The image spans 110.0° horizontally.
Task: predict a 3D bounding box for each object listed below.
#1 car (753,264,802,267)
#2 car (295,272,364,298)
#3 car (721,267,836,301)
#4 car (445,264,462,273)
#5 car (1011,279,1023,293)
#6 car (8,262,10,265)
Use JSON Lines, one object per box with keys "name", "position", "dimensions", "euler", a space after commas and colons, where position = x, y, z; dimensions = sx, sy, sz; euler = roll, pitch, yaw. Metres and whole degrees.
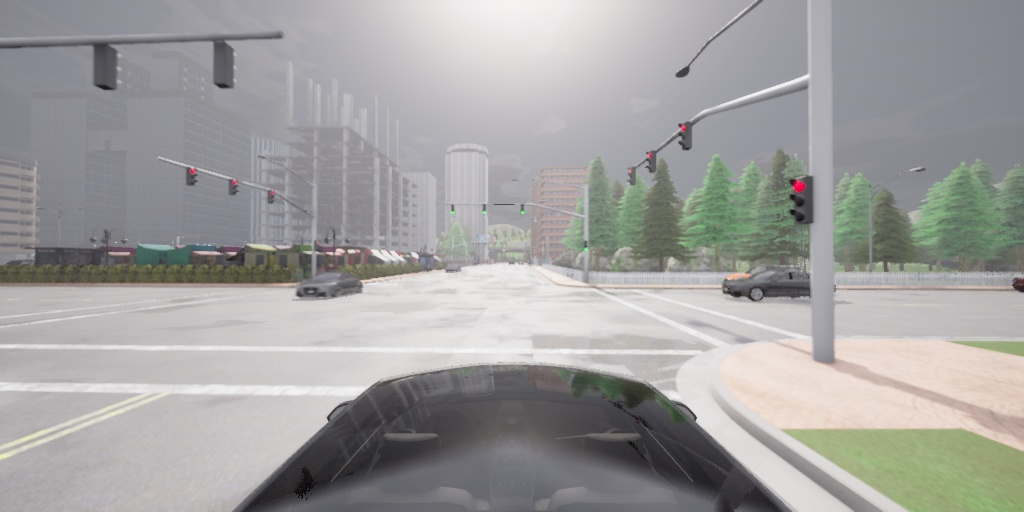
{"name": "car", "position": [15.087, 1.335, 21.381], "dimensions": [4.553, 1.767, 2.097], "euler": [0, -1, 3]}
{"name": "car", "position": [-9.994, 1.594, 19.944], "dimensions": [1.994, 1.385, 4.181], "euler": [0, 0, 3]}
{"name": "car", "position": [13.215, 1.447, 17.969], "dimensions": [4.892, 1.490, 1.837], "euler": [0, -1, 3]}
{"name": "car", "position": [-9.029, 1.957, 55.707], "dimensions": [2.033, 1.411, 5.357], "euler": [0, 0, 1]}
{"name": "car", "position": [32.070, 1.572, 20.491], "dimensions": [4.718, 1.301, 1.895], "euler": [0, -1, 3]}
{"name": "car", "position": [-26.501, 1.280, 16.251], "dimensions": [4.553, 1.767, 2.097], "euler": [0, -1, 3]}
